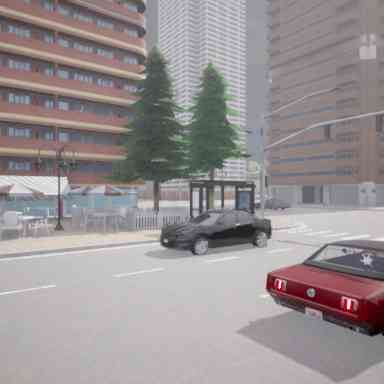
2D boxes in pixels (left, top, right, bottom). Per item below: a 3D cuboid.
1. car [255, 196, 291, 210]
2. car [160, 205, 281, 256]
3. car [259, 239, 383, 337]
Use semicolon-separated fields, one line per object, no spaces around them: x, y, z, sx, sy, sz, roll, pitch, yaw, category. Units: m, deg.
10.098;1.601;42.639;2.033;1.411;5.357;0;0;-36;car
1.090;1.477;13.377;5.008;1.535;1.882;0;0;-36;car
3.697;1.600;6.444;4.718;1.301;1.895;0;0;-36;car
